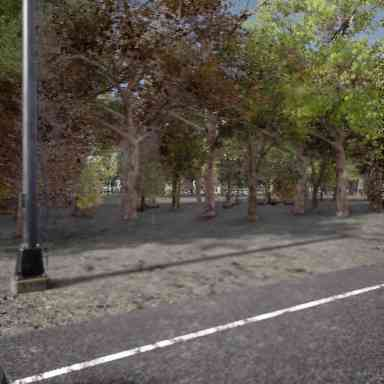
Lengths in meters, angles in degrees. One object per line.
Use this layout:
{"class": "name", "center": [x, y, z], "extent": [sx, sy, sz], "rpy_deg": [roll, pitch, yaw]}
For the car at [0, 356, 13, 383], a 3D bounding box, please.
{"class": "car", "center": [-3.600, 1.226, 0.930], "extent": [5.566, 2.045, 2.150], "rpy_deg": [0, 0, -34]}
